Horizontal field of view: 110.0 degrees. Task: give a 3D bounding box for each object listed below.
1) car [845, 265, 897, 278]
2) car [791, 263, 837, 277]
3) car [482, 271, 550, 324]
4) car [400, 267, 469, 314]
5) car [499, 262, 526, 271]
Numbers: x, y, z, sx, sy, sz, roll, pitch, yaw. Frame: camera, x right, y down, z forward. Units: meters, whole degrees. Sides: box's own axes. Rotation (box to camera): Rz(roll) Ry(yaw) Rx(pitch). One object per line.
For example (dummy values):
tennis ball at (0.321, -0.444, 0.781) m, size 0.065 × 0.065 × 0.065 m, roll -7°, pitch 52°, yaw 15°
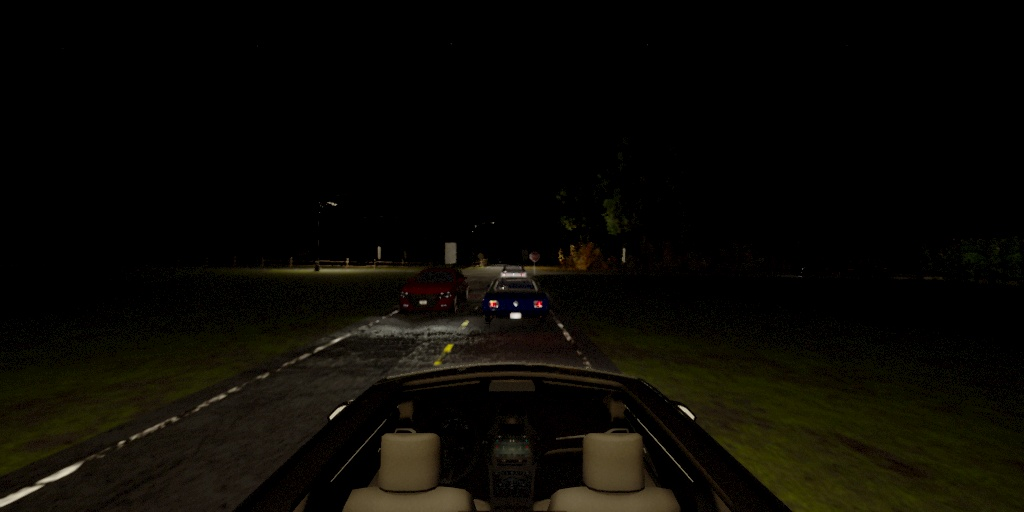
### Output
car at (42.204, 1.804, 42.146) m, size 5.008 × 1.535 × 1.882 m, roll 1°, pitch -1°, yaw 0°
car at (37.793, 1.656, 44.969) m, size 4.553 × 1.767 × 2.097 m, roll 1°, pitch -1°, yaw 0°
car at (0.107, 1.335, 11.941) m, size 1.895 × 1.301 × 4.718 m, roll 0°, pitch 0°, yaw 0°
car at (-2.837, 1.209, 13.961) m, size 1.882 × 1.535 × 5.008 m, roll 0°, pitch 0°, yaw 0°
car at (0.115, 1.317, 26.647) m, size 1.895 × 1.301 × 4.718 m, roll 0°, pitch 0°, yaw 0°
